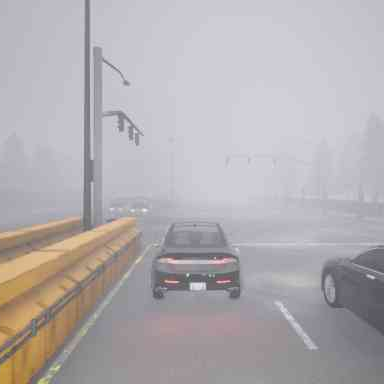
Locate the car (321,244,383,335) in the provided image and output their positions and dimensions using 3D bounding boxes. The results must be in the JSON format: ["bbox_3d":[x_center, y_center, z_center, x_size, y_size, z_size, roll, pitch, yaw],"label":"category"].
[{"bbox_3d":[3.596,1.505,5.027,1.837,1.490,4.892,0,0,0],"label":"car"}]

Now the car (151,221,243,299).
[{"bbox_3d":[0.075,1.492,8.440,2.128,1.511,4.902,0,0,-1],"label":"car"}]

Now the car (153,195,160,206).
[{"bbox_3d":[-7.149,1.547,56.022,2.033,1.411,5.357,0,0,0],"label":"car"}]

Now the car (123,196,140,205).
[{"bbox_3d":[-10.641,1.491,59.022,2.128,1.511,4.902,0,0,0],"label":"car"}]

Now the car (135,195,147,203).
[{"bbox_3d":[-10.575,1.478,69.111,1.882,1.535,5.008,0,0,0],"label":"car"}]

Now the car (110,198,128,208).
[{"bbox_3d":[-10.651,1.547,49.236,2.033,1.411,5.357,0,0,0],"label":"car"}]

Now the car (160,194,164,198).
[{"bbox_3d":[-7.108,1.526,65.892,1.812,1.442,4.674,0,0,0],"label":"car"}]

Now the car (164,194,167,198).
[{"bbox_3d":[-7.087,1.344,79.978,2.097,1.767,4.553,0,0,0],"label":"car"}]

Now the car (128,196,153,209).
[{"bbox_3d":[-7.149,1.352,46.548,2.097,1.767,4.553,0,0,0],"label":"car"}]
